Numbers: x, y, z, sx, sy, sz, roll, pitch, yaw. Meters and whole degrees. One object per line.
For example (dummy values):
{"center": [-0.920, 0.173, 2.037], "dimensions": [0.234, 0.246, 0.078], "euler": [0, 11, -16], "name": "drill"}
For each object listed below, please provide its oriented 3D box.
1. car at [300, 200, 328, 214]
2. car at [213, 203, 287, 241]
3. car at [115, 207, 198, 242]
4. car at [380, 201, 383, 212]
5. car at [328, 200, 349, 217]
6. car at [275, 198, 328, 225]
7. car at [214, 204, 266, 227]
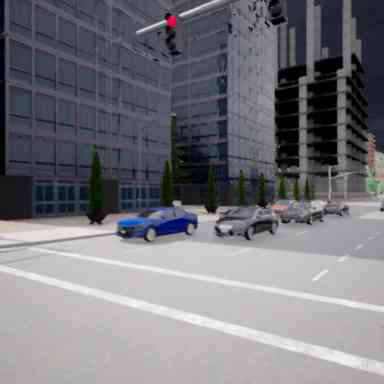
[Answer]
{"center": [14.530, 1.684, 39.446], "dimensions": [1.812, 1.442, 4.674], "euler": [0, 0, 36], "name": "car"}
{"center": [2.942, 1.558, 17.477], "dimensions": [2.128, 1.511, 4.902], "euler": [0, 0, 36], "name": "car"}
{"center": [-1.661, 1.545, 17.094], "dimensions": [1.882, 1.535, 5.008], "euler": [0, 0, 36], "name": "car"}
{"center": [24.043, 1.706, 40.356], "dimensions": [2.033, 1.411, 5.357], "euler": [0, 0, 36], "name": "car"}
{"center": [14.366, 1.636, 33.270], "dimensions": [1.837, 1.490, 4.892], "euler": [0, 0, 36], "name": "car"}
{"center": [8.289, 1.449, 24.876], "dimensions": [2.097, 1.767, 4.553], "euler": [0, 0, 36], "name": "car"}
{"center": [3.614, 1.661, 24.373], "dimensions": [1.994, 1.385, 4.181], "euler": [0, 0, 36], "name": "car"}
